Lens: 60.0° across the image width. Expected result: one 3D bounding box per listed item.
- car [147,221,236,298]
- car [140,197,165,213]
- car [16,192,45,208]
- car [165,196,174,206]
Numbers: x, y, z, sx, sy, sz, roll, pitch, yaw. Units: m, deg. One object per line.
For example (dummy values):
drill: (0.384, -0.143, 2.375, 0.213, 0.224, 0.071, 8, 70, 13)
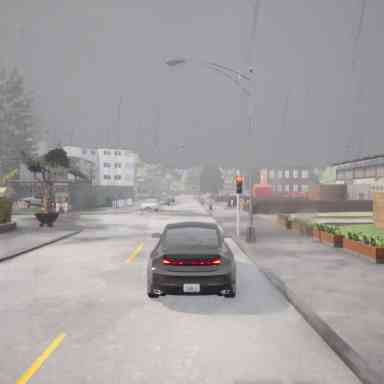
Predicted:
car: (-0.008, 1.505, 8.495, 1.837, 1.490, 4.892, 0, 0, 0)
car: (-4.520, 1.525, 37.468, 1.812, 1.442, 4.674, 0, 0, 3)
car: (-20.111, 0.985, 42.178, 1.905, 1.878, 3.866, 0, 0, 35)
car: (-4.542, 1.492, 53.900, 2.128, 1.511, 4.902, 0, 0, 0)
